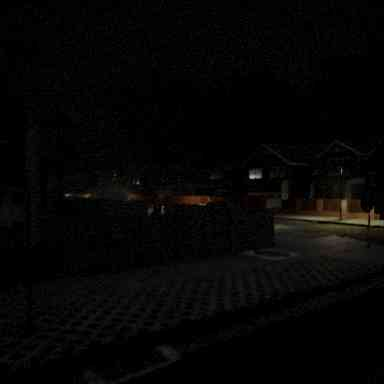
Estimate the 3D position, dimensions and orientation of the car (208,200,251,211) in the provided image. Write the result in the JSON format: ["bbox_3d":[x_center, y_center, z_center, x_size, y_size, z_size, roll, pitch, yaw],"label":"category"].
[{"bbox_3d":[2.600,1.375,24.168,1.882,1.535,5.008,0,0,-35],"label":"car"}]

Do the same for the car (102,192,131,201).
[{"bbox_3d":[-9.442,1.021,41.411,2.150,2.045,5.566,0,0,-35],"label":"car"}]
